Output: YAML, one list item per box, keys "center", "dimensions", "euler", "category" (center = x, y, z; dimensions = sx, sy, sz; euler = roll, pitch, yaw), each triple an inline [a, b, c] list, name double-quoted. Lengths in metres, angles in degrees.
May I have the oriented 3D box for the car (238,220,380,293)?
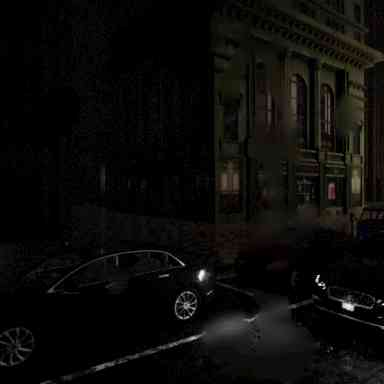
- center: [2.995, 1.582, 8.803]
  dimensions: [4.206, 1.307, 1.802]
  euler: [0, 0, -36]
  category: "car"

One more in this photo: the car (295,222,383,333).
- center: [4.365, 1.505, 6.506]
  dimensions: [4.892, 1.490, 1.837]
  euler: [0, 0, -36]
  category: "car"

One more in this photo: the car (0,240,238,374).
- center: [-1.590, 1.551, 5.522]
  dimensions: [4.403, 1.369, 2.008]
  euler: [0, 0, -36]
  category: "car"

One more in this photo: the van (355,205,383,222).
- center: [7.578, 1.342, 12.084]
  dimensions: [3.998, 1.788, 1.690]
  euler: [0, 0, -36]
  category: "van"
